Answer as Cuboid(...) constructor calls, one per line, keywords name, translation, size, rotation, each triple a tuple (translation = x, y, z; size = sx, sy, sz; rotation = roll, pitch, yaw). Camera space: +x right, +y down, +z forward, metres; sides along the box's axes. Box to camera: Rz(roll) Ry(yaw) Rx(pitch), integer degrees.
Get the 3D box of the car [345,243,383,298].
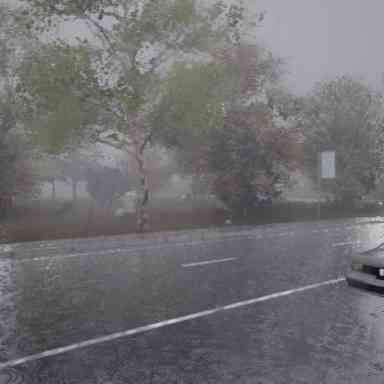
Cuboid(name="car", translation=(5.701, 1.538, 7.456), size=(5.357, 1.411, 2.033), rotation=(0, 0, -33))
